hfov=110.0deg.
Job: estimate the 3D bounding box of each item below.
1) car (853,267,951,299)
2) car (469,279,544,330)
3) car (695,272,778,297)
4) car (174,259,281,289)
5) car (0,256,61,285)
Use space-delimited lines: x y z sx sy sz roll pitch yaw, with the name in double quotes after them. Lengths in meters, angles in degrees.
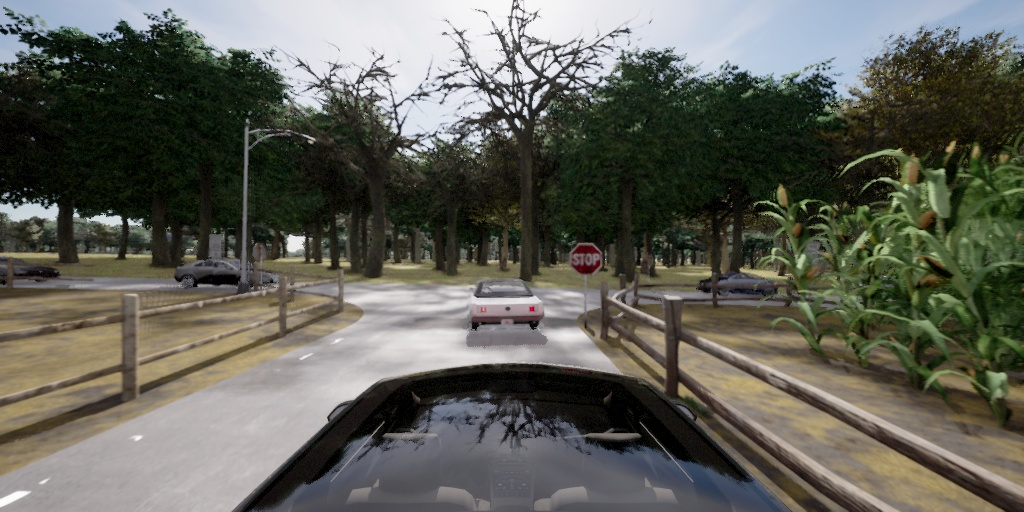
23.921 1.572 21.451 5.566 2.045 2.150 1 0 1 "car"
-0.374 1.352 11.121 1.895 1.301 4.718 0 0 -7 "car"
13.373 1.667 21.491 4.181 1.385 1.994 1 0 0 "car"
-14.579 0.928 18.567 4.902 1.511 2.128 1 0 2 "car"
-27.080 0.689 18.656 5.357 1.411 2.033 1 0 0 "car"
